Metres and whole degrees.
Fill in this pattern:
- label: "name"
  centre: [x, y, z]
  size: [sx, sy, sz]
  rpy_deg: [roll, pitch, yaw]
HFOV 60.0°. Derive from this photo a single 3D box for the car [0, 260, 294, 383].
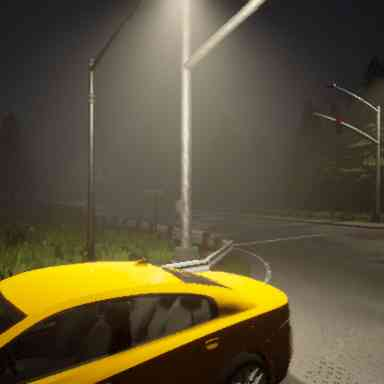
- label: "car"
  centre: [-1.203, 1.481, 3.010]
  size: [5.008, 1.535, 1.882]
  rpy_deg: [0, 0, -36]
